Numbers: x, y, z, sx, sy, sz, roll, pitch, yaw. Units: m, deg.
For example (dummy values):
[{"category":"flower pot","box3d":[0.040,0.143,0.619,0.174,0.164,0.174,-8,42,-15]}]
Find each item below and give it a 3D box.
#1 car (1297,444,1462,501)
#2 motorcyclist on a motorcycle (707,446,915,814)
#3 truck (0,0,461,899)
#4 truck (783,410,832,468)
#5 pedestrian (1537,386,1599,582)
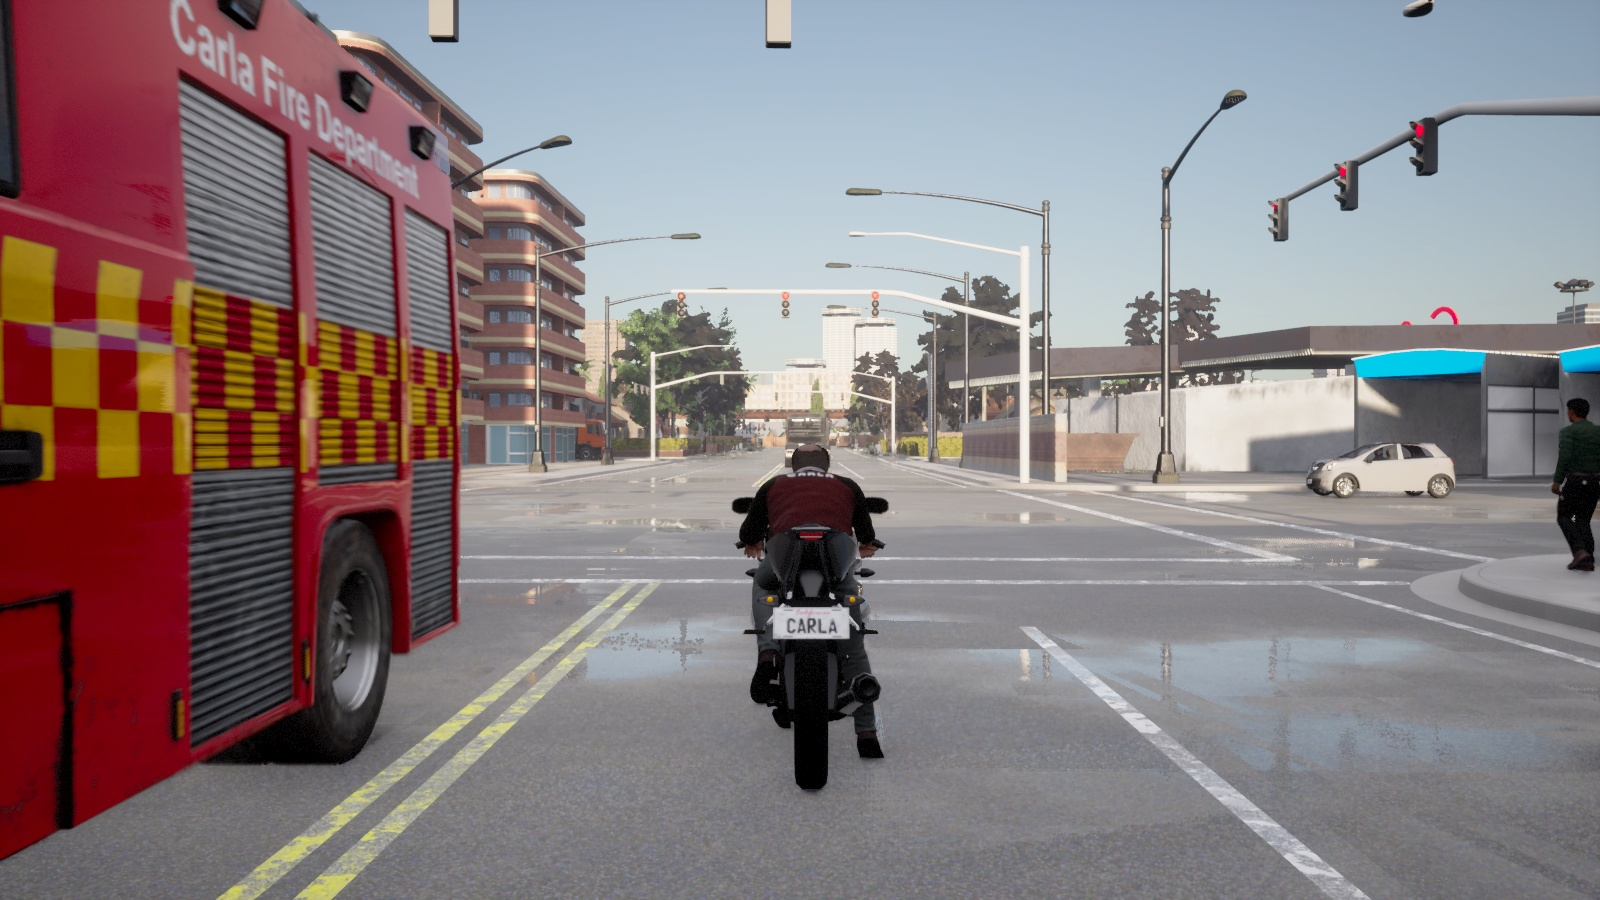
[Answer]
[{"category":"car","box3d":[15.650,0.581,34.043,3.633,1.501,1.845,0,0,1]},{"category":"motorcyclist on a motorcycle","box3d":[0.052,0.746,6.329,0.866,1.530,2.191,0,0,0]},{"category":"truck","box3d":[-3.466,-0.439,3.162,2.891,3.827,8.468,0,0,0]},{"category":"truck","box3d":[0.466,-0.678,78.471,2.891,3.462,7.936,0,0,0]},{"category":"pedestrian","box3d":[8.031,0.334,12.913,0.423,1.949,0.788,0,0,-2]}]
